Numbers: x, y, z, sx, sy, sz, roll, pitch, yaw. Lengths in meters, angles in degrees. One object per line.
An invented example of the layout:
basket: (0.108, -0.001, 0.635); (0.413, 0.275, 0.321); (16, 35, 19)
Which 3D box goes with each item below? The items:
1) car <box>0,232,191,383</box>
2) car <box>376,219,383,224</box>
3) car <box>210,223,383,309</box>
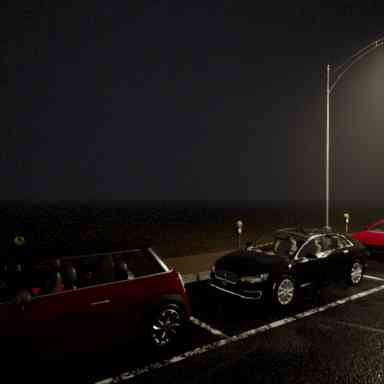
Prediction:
car: (-2.094, 1.440, 4.593); (4.097, 1.590, 1.967); (0, 1, -35)
car: (6.920, 1.547, 11.023); (4.507, 1.381, 1.887); (0, 1, -35)
car: (2.412, 1.552, 7.808); (4.403, 1.369, 2.008); (0, 1, -35)
